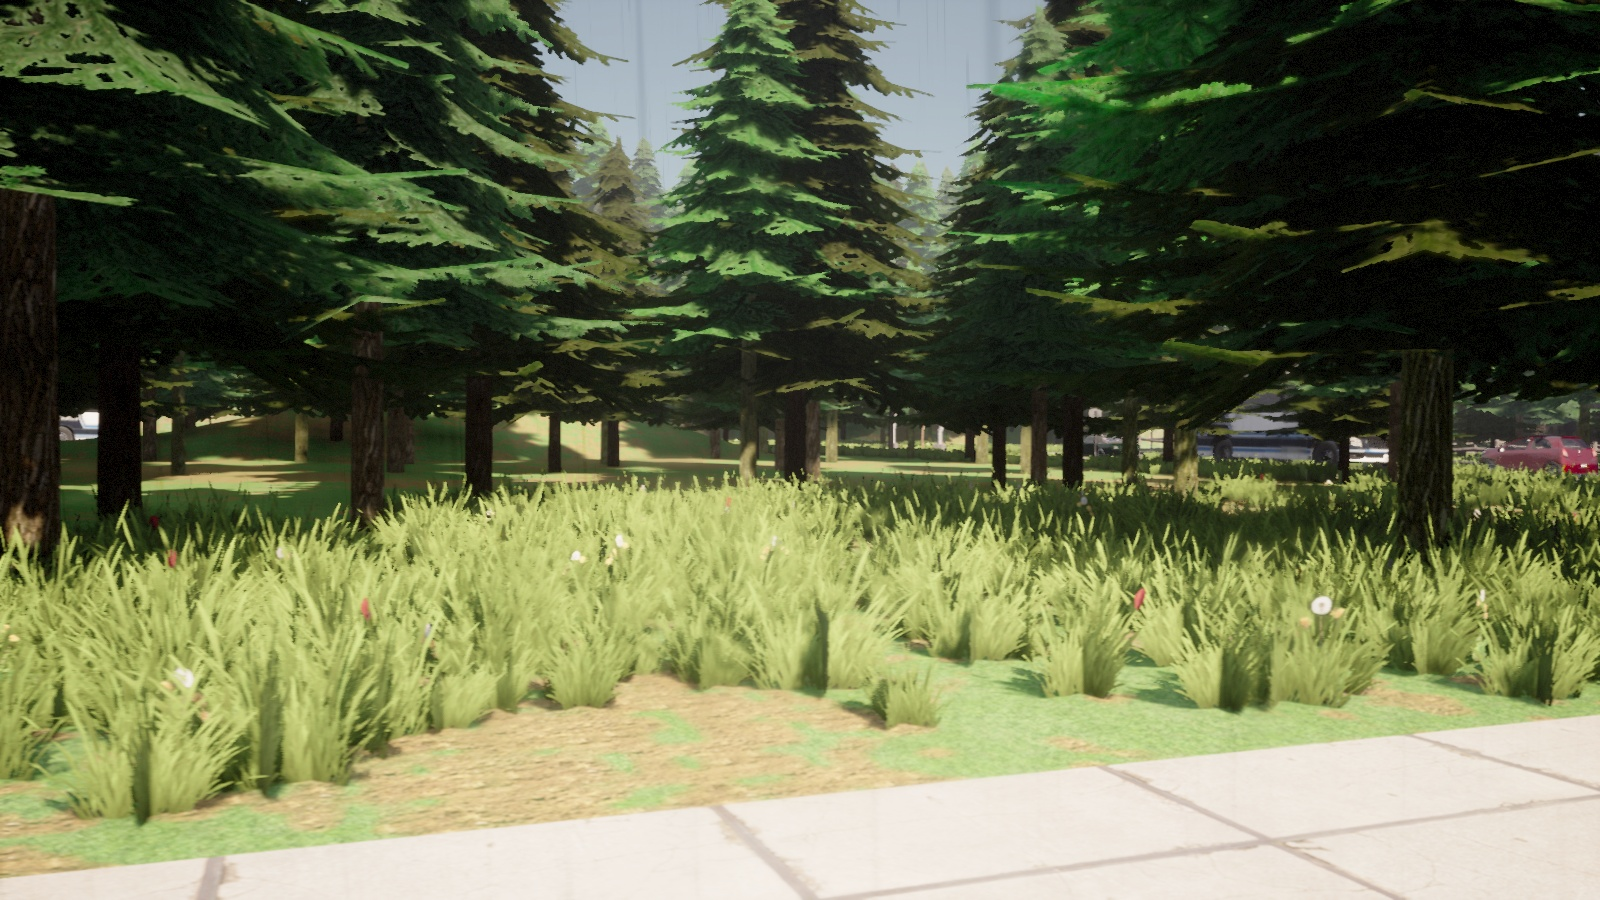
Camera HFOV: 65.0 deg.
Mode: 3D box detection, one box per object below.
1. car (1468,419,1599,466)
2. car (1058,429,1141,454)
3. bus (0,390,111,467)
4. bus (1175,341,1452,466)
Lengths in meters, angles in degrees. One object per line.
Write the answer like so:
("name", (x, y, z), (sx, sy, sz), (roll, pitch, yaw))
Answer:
("car", (24.845, -0.259, 42.547), (1.845, 1.501, 3.633), (-1, 1, -20))
("car", (15.961, -0.477, 67.115), (1.895, 1.301, 4.718), (-1, 1, -22))
("bus", (-44.993, -1.162, 70.579), (3.944, 4.253, 10.273), (-1, -1, 39))
("bus", (19.161, -1.669, 47.977), (3.944, 4.253, 10.273), (-1, 1, -19))
